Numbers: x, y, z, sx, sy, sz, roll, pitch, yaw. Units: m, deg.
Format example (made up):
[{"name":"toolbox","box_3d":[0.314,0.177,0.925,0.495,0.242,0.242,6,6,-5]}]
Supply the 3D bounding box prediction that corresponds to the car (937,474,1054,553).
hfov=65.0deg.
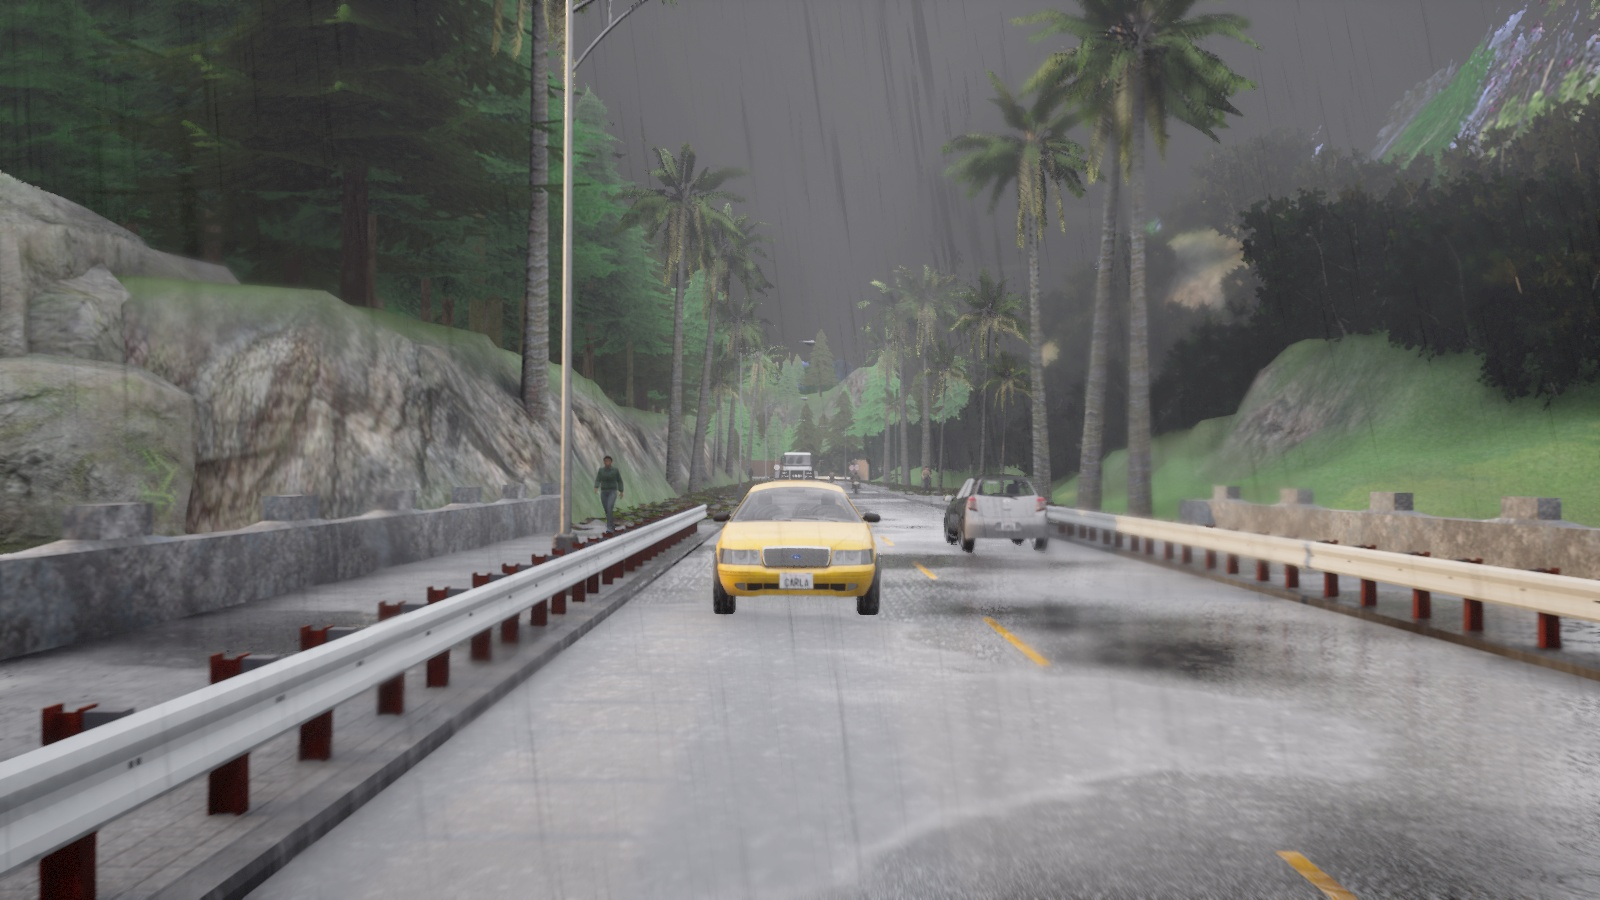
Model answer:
[{"name":"car","box_3d":[3.945,1.246,25.910,1.845,1.501,3.633,0,-1,0]}]

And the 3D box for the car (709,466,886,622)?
[{"name":"car","box_3d":[-0.033,1.016,15.468,1.801,1.575,5.366,0,-1,0]}]

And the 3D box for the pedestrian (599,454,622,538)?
[{"name":"pedestrian","box_3d":[-4.224,1.009,27.940,0.353,1.847,0.614,0,-1,7]}]
